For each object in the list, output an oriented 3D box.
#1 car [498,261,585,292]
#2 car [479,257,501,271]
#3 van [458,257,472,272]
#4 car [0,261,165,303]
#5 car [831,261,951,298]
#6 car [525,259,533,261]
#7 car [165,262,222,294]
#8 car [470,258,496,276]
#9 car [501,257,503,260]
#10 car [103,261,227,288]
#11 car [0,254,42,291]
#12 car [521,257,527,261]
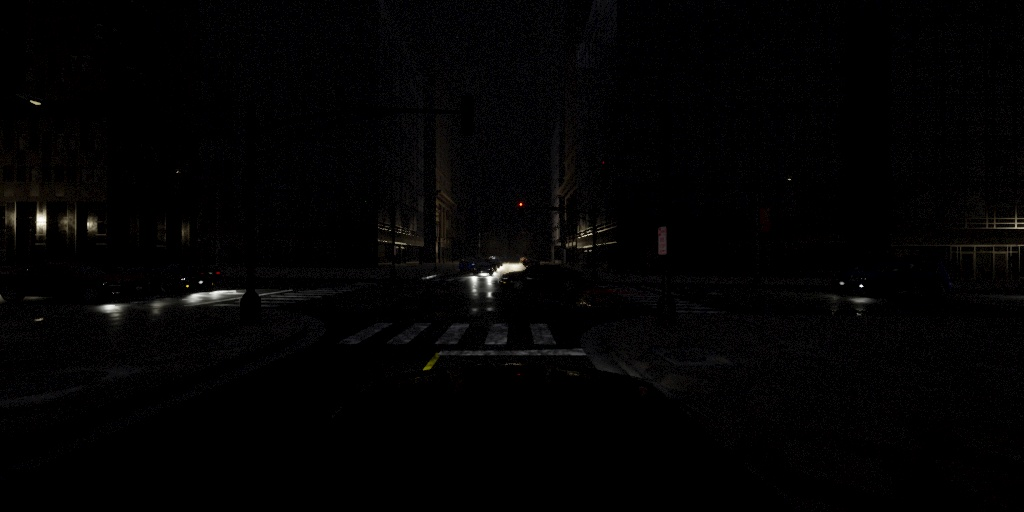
[{"bbox_3d":[1.813,1.262,21.119,4.892,1.490,1.837,1,0,0],"label":"car"},{"bbox_3d":[-2.875,1.207,46.321,2.128,1.511,4.902,0,0,0],"label":"car"},{"bbox_3d":[-5.646,1.058,45.118,1.690,1.789,3.998,0,0,0],"label":"van"},{"bbox_3d":[-17.610,0.994,14.538,5.008,1.535,1.882,1,0,0],"label":"car"},{"bbox_3d":[22.110,1.293,21.022,5.566,2.045,2.150,1,0,0],"label":"car"},{"bbox_3d":[2.880,1.283,45.065,1.948,1.339,4.313,0,0,0],"label":"car"},{"bbox_3d":[-17.419,1.094,17.786,4.181,1.385,1.994,1,0,0],"label":"car"},{"bbox_3d":[-2.930,1.252,37.204,1.812,1.442,4.674,0,0,0],"label":"car"},{"bbox_3d":[-2.796,1.225,56.221,1.812,1.442,4.674,0,0,0],"label":"car"},{"bbox_3d":[-20.388,1.052,21.254,5.357,1.411,2.033,1,0,0],"label":"car"},{"bbox_3d":[-27.029,0.760,17.843,4.553,1.767,2.097,1,0,0],"label":"car"},{"bbox_3d":[2.988,1.270,62.013,1.802,1.307,4.207,0,0,0],"label":"car"}]
